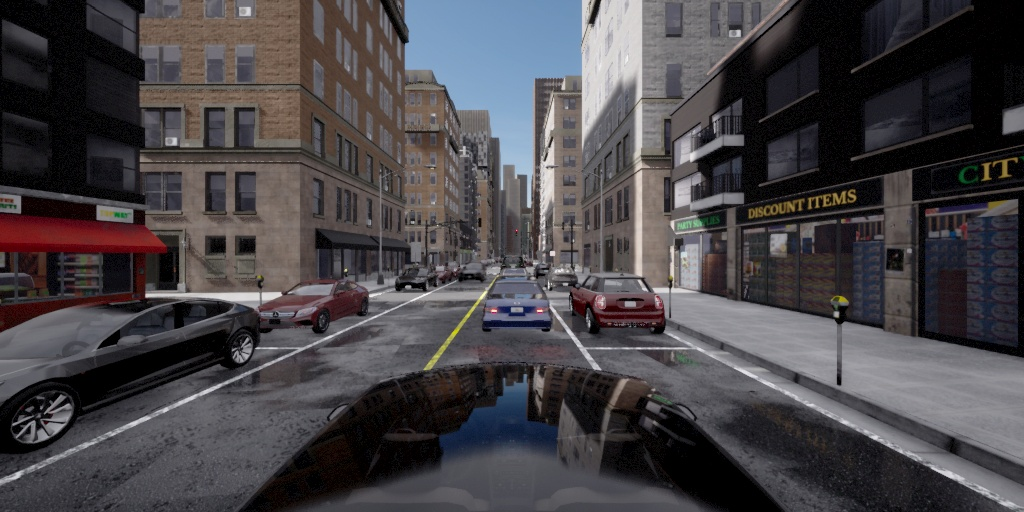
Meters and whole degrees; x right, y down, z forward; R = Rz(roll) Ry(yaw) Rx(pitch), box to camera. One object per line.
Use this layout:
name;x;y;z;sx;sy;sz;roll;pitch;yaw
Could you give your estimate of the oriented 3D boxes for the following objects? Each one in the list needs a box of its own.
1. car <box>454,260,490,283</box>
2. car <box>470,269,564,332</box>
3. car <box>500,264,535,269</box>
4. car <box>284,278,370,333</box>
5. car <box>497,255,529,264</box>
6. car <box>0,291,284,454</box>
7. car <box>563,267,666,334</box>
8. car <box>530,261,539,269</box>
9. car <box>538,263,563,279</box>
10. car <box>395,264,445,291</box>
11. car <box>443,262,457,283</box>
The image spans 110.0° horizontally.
car;-2.995;1.259;27.830;1.837;1.490;4.892;0;-1;1
car;0.120;1.297;10.843;2.033;1.411;5.357;0;0;0
car;0.142;1.352;21.349;1.895;1.301;4.718;0;0;0
car;-5.652;1.332;10.648;1.802;1.307;4.207;0;0;0
car;0.075;0.974;31.380;2.150;2.045;5.566;0;0;-1
car;-5.665;1.315;5.147;1.948;1.339;4.313;0;0;0
car;2.874;1.189;10.628;1.967;1.591;4.097;0;0;0
car;2.926;1.319;32.633;1.948;1.339;4.313;0;0;0
car;2.899;1.301;21.631;2.007;1.370;4.403;0;0;0
car;-5.626;1.317;21.651;1.948;1.339;4.313;0;0;0
car;-5.613;1.334;27.152;1.802;1.307;4.207;0;0;0
